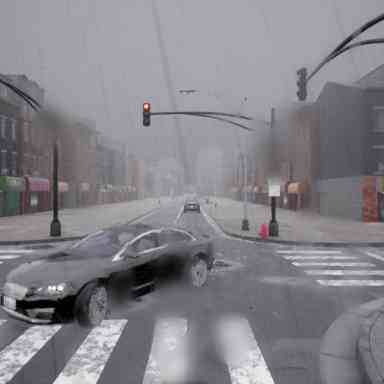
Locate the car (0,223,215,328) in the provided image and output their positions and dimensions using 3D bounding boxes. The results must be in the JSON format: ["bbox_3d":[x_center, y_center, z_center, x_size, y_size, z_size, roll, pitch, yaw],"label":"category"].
[{"bbox_3d":[-1.398,1.491,7.217,2.128,1.511,4.902,-1,0,38],"label":"car"}]

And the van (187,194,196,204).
[{"bbox_3d":[-0.112,1.348,64.740,1.690,1.788,3.998,0,0,0],"label":"van"}]

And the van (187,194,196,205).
[{"bbox_3d":[-0.093,1.344,59.135,1.690,1.788,3.998,0,0,0],"label":"van"}]

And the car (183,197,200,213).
[{"bbox_3d":[-0.012,1.563,36.712,1.947,1.339,4.313,0,0,0],"label":"car"}]

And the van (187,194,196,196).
[{"bbox_3d":[-0.073,1.341,53.529,1.690,1.788,3.998,0,0,0],"label":"van"}]

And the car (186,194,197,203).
[{"bbox_3d":[-0.132,1.326,70.345,2.192,1.841,5.009,0,0,0],"label":"car"}]
